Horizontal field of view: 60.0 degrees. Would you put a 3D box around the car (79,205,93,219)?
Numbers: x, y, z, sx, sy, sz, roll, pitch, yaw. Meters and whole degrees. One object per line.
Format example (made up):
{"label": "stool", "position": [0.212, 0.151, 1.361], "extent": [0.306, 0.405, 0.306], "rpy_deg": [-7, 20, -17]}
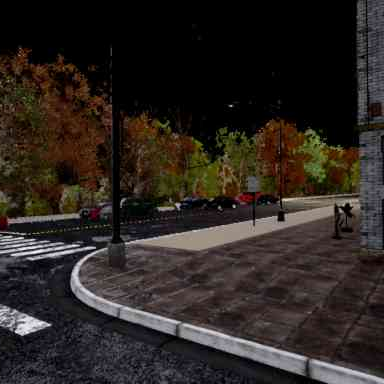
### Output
{"label": "car", "position": [-6.999, 1.432, 27.017], "extent": [1.994, 1.385, 4.181], "rpy_deg": [-1, 0, 36]}

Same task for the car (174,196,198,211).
{"label": "car", "position": [0.010, 1.237, 36.547], "extent": [2.128, 1.511, 4.902], "rpy_deg": [-1, 0, 36]}

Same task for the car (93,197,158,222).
{"label": "car", "position": [-4.622, 1.180, 24.767], "extent": [2.097, 1.767, 4.553], "rpy_deg": [-1, 0, 36]}

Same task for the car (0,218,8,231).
{"label": "car", "position": [-10.945, 1.539, 14.859], "extent": [1.895, 1.301, 4.718], "rpy_deg": [-1, 0, 24]}

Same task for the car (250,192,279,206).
{"label": "car", "position": [10.089, 1.080, 44.710], "extent": [1.837, 1.490, 4.892], "rpy_deg": [-1, 0, 37]}

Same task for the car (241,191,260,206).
{"label": "car", "position": [8.183, 0.825, 47.599], "extent": [2.150, 2.045, 5.566], "rpy_deg": [-1, 0, 36]}

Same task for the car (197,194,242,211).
{"label": "car", "position": [2.981, 1.203, 35.099], "extent": [1.837, 1.490, 4.892], "rpy_deg": [-1, 0, 36]}
